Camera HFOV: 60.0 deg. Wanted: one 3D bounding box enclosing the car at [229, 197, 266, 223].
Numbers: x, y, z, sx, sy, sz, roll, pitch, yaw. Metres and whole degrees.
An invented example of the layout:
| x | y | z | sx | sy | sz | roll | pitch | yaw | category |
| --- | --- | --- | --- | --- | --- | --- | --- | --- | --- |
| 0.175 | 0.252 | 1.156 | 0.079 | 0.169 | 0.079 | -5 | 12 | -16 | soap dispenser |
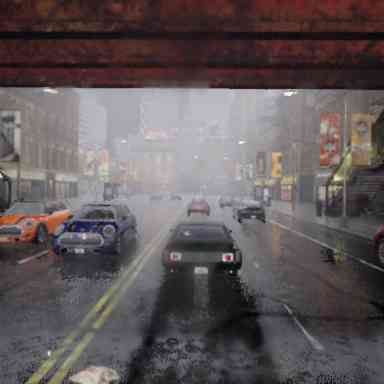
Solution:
| x | y | z | sx | sy | sz | roll | pitch | yaw | category |
| --- | --- | --- | --- | --- | --- | --- | --- | --- | --- |
| 3.999 | 1.327 | 23.810 | 1.837 | 1.490 | 4.892 | 1 | 1 | 1 | car |

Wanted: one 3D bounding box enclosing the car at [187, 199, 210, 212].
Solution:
| x | y | z | sx | sy | sz | roll | pitch | yaw | category |
| --- | --- | --- | --- | --- | --- | --- | --- | --- | --- |
| 0.604 | 1.280 | 30.297 | 1.994 | 1.385 | 4.181 | 1 | 1 | 1 | car |

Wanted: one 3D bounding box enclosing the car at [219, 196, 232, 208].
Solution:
| x | y | z | sx | sy | sz | roll | pitch | yaw | category |
| --- | --- | --- | --- | --- | --- | --- | --- | --- | --- |
| 4.268 | 1.214 | 40.327 | 2.033 | 1.411 | 5.357 | 1 | 1 | 1 | car |

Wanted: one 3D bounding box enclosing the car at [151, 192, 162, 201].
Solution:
| x | y | z | sx | sy | sz | roll | pitch | yaw | category |
| --- | --- | --- | --- | --- | --- | --- | --- | --- | --- |
| -6.488 | 0.823 | 60.530 | 1.882 | 1.535 | 5.008 | 1 | 0 | -9 | car |

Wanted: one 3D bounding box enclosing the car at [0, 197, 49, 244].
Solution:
| x | y | z | sx | sy | sz | roll | pitch | yaw | category |
| --- | --- | --- | --- | --- | --- | --- | --- | --- | --- |
| -6.852 | 1.127 | 14.387 | 2.097 | 1.767 | 4.553 | 1 | 1 | 1 | car |

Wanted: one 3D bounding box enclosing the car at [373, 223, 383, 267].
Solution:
| x | y | z | sx | sy | sz | roll | pitch | yaw | category |
| --- | --- | --- | --- | --- | --- | --- | --- | --- | --- |
| 6.695 | 1.235 | 7.990 | 2.435 | 2.045 | 5.566 | 1 | 1 | 1 | car |

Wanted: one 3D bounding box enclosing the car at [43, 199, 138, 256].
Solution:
| x | y | z | sx | sy | sz | roll | pitch | yaw | category |
| --- | --- | --- | --- | --- | --- | --- | --- | --- | --- |
| -3.385 | 1.189 | 12.400 | 2.097 | 1.767 | 4.553 | 1 | 1 | 1 | car |

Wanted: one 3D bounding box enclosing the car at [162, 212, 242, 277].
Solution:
| x | y | z | sx | sy | sz | roll | pitch | yaw | category |
| --- | --- | --- | --- | --- | --- | --- | --- | --- | --- |
| 0.265 | 1.508 | 9.906 | 1.895 | 1.301 | 4.718 | 1 | 1 | 1 | car |

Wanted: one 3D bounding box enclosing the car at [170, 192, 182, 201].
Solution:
| x | y | z | sx | sy | sz | roll | pitch | yaw | category |
| --- | --- | --- | --- | --- | --- | --- | --- | --- | --- |
| -3.022 | 0.925 | 60.967 | 2.033 | 1.411 | 5.357 | 1 | 1 | -9 | car |
